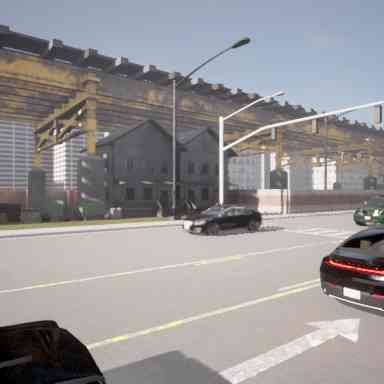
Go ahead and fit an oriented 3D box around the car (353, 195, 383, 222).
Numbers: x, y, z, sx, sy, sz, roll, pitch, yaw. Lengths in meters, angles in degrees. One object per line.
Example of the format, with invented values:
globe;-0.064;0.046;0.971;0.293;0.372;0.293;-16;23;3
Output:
car;12.858;1.221;21.718;5.566;2.045;2.150;0;0;-35

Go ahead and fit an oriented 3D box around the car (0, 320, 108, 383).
car;-2.791;1.601;1.758;4.718;1.301;1.895;0;0;-35

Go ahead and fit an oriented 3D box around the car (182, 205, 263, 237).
car;1.738;1.491;18.106;4.902;1.511;2.128;0;0;-35

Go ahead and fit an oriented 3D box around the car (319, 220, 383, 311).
car;4.741;1.505;7.147;4.892;1.490;1.837;0;0;-35
